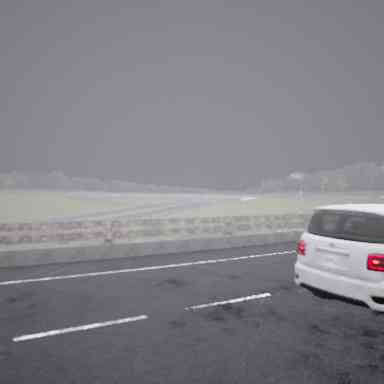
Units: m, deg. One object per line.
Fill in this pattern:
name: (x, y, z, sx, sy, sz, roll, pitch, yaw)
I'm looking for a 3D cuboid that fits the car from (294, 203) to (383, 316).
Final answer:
car: (4.649, 1.265, 7.096, 5.566, 2.045, 2.150, 1, 0, -32)
